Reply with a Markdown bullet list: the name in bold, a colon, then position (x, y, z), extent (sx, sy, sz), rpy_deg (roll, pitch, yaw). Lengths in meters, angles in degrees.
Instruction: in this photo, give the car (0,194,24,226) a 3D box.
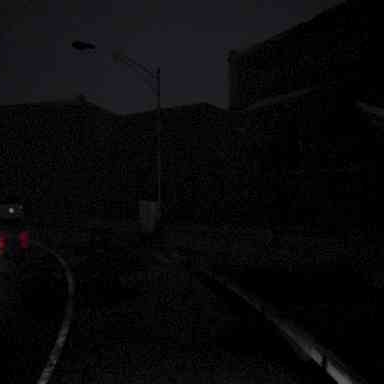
- **car**: position (-13.079, 1.194, 20.827), extent (5.566, 2.045, 2.150), rpy_deg (-1, 0, 26)
